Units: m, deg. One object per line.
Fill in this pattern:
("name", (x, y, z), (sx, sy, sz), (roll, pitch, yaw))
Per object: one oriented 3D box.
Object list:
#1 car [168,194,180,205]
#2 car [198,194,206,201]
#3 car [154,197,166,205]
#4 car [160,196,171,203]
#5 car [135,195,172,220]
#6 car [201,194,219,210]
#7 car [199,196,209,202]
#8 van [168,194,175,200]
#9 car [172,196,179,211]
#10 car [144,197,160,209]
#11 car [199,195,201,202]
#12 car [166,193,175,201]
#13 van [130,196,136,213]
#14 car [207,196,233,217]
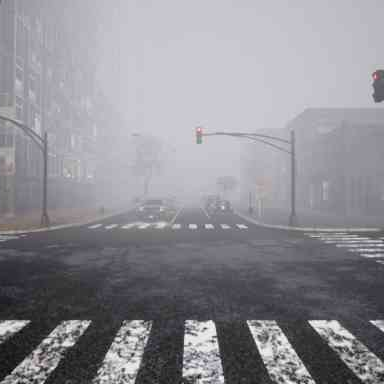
("car", (-3.044, 1.531, 59.355), (1.812, 1.442, 4.674), (0, 0, 1))
("car", (2.704, 1.446, 87.762), (1.967, 1.590, 4.097), (1, 0, 0))
("car", (-5.678, 1.587, 59.354), (1.802, 1.307, 4.206), (1, 0, 0))
("car", (-5.678, 1.572, 70.702), (1.947, 1.339, 4.313), (1, 0, 0))
("car", (-3.133, 1.356, 28.167), (2.097, 1.767, 4.553), (0, 0, 1))
("car", (2.707, 1.320, 42.371), (2.192, 1.841, 5.009), (1, 0, 0))
("car", (2.702, 1.572, 76.415), (1.947, 1.339, 4.313), (1, 0, 0))
("van", (-5.674, 1.347, 93.398), (1.690, 1.788, 3.998), (1, 0, 0))
("car", (-3.100, 1.552, 40.793), (2.033, 1.411, 5.357), (0, 0, 0))
("car", (-5.677, 1.530, 47.836), (1.752, 1.417, 4.829), (1, 0, 0))
("car", (2.707, 1.321, 65.067), (2.192, 1.841, 5.009), (1, 0, 0))
("car", (-5.673, 1.321, 87.724), (2.192, 1.841, 5.009), (1, 0, 0))
("van", (-5.673, 1.346, 36.658), (1.690, 1.788, 3.998), (1, 0, 0))
("car", (2.705, 1.444, 31.023), (1.967, 1.590, 4.097), (1, 0, 0))
